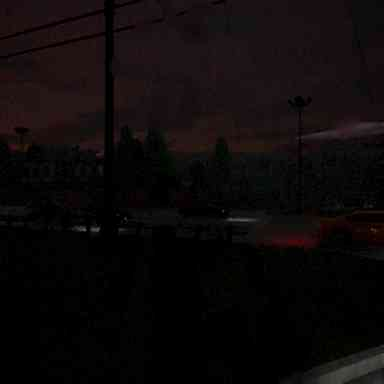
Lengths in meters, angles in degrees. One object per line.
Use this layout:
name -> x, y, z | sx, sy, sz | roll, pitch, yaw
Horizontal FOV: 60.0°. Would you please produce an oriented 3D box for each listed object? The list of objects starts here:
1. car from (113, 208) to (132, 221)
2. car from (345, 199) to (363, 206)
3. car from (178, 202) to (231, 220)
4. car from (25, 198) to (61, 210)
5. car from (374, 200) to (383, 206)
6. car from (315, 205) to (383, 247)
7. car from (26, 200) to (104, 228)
car -> -7.217, 1.565, 25.393 | 5.357, 1.411, 2.033 | 0, 0, 26
car -> 24.908, 1.704, 51.215 | 1.994, 1.385, 4.181 | 0, 0, 36
car -> 1.053, 1.570, 29.094 | 4.674, 1.442, 1.812 | 0, 0, 27
car -> -19.496, 1.576, 43.420 | 4.181, 1.385, 1.994 | 0, 0, 24
car -> 16.183, 1.431, 25.463 | 4.553, 1.767, 2.097 | 0, 0, 26
car -> 7.837, 1.518, 13.980 | 5.008, 1.535, 1.882 | 0, 0, 27
car -> -8.588, 1.514, 22.167 | 4.892, 1.490, 1.837 | 0, 0, 26
